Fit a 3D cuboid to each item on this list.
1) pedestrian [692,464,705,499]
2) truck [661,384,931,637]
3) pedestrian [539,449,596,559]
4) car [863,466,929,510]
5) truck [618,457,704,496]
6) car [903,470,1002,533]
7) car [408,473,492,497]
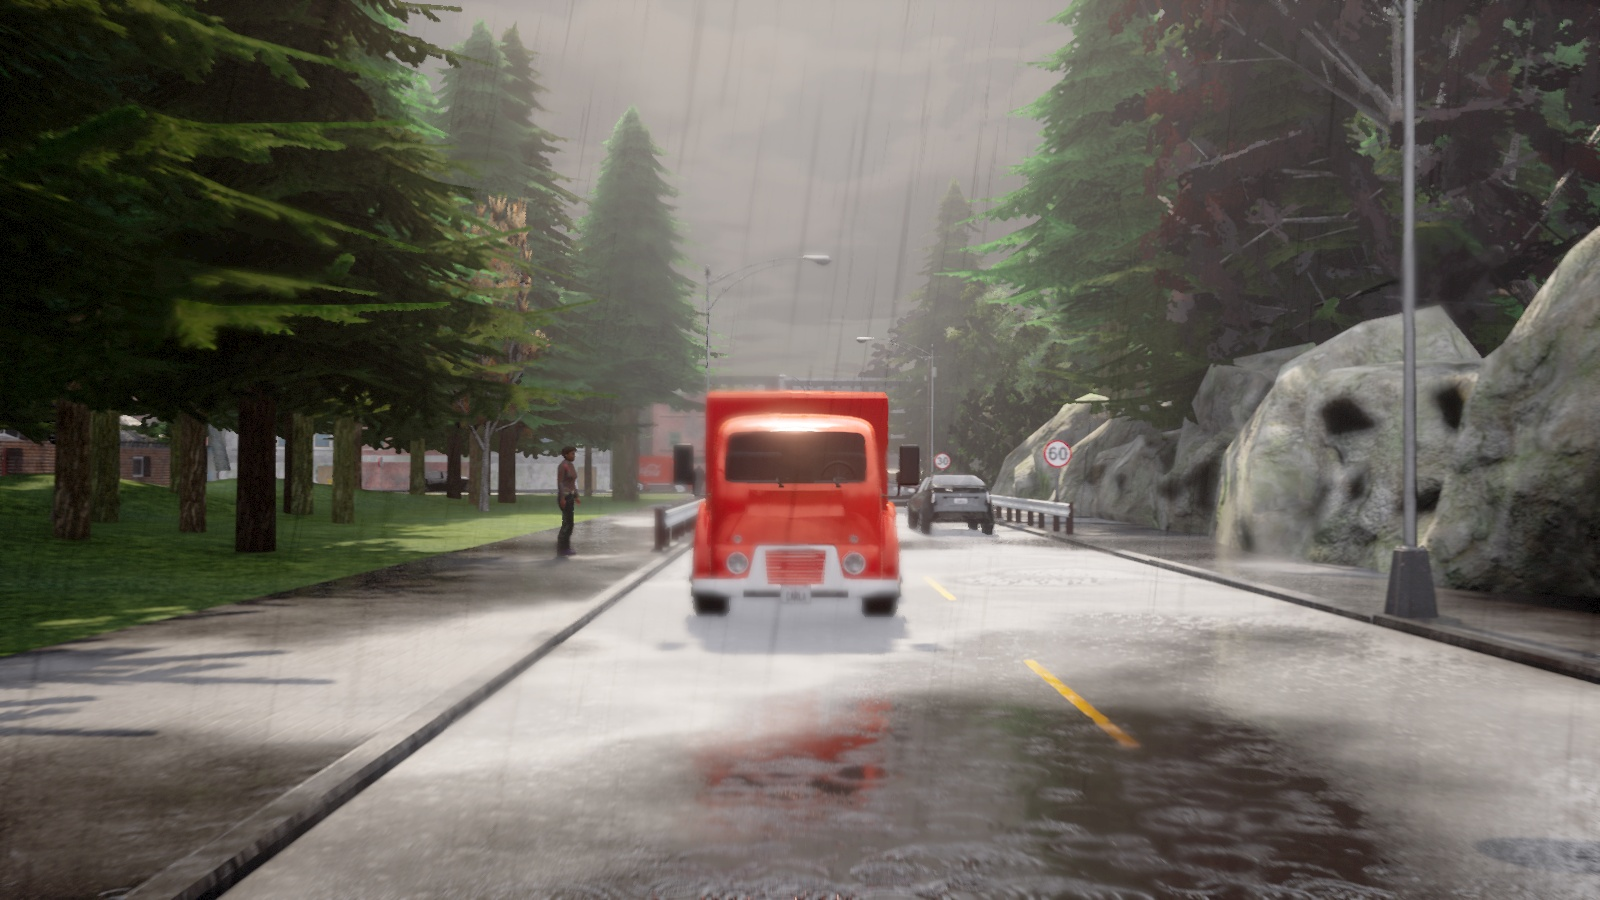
[{"bbox_3d":[-5.397,1.665,66.853,0.634,1.844,0.899,0,-1,-2],"label":"pedestrian"},{"bbox_3d":[-0.035,0.548,14.899,2.627,2.467,5.204,0,1,0],"label":"truck"},{"bbox_3d":[-3.856,0.889,20.862,0.869,1.805,0.328,0,-1,14],"label":"pedestrian"},{"bbox_3d":[3.785,1.487,50.406,2.242,1.667,4.611,0,-1,0],"label":"car"},{"bbox_3d":[-8.911,1.715,80.706,5.204,2.467,2.627,0,-1,0],"label":"truck"},{"bbox_3d":[3.902,1.295,32.804,2.007,1.525,4.514,0,-1,0],"label":"car"},{"bbox_3d":[-22.431,2.255,80.704,4.792,1.488,2.163,0,-1,0],"label":"car"}]
